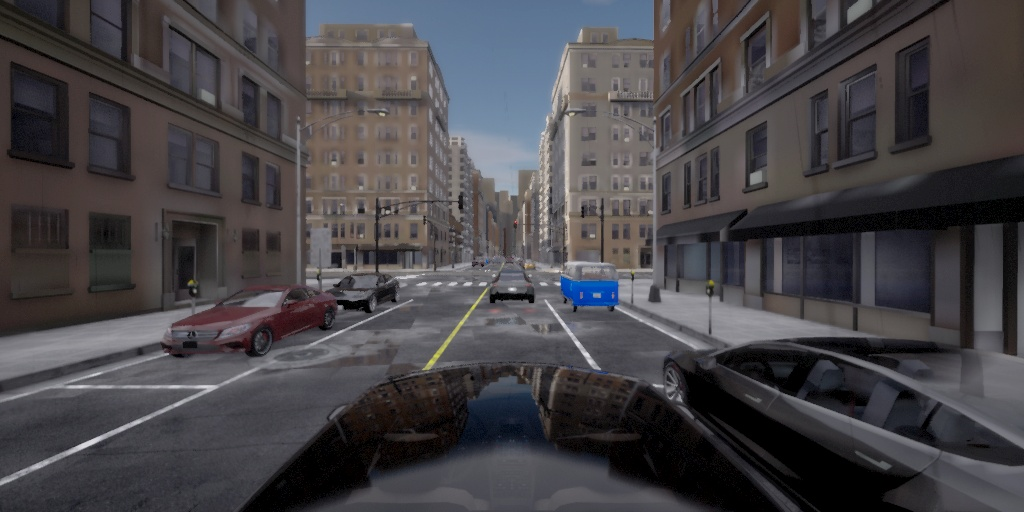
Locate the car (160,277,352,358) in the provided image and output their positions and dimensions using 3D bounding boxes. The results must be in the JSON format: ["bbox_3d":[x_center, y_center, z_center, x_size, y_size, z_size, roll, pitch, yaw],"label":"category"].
[{"bbox_3d":[-5.668,1.330,8.412,1.802,1.307,4.207,0,0,0],"label":"car"}]

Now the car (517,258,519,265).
[{"bbox_3d":[2.501,1.285,64.113,2.007,1.370,4.403,0,0,-1],"label":"car"}]

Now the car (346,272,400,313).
[{"bbox_3d":[-5.668,1.314,13.863,1.948,1.339,4.313,0,0,0],"label":"car"}]

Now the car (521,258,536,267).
[{"bbox_3d":[2.650,1.265,53.232,1.751,1.417,4.829,0,0,-1],"label":"car"}]

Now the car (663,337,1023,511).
[{"bbox_3d":[2.857,1.314,2.975,1.948,1.339,4.313,0,0,0],"label":"car"}]

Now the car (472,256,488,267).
[{"bbox_3d":[-6.024,1.049,63.997,2.192,1.841,5.009,0,0,-1],"label":"car"}]

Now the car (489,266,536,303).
[{"bbox_3d":[0.000,1.321,16.500,1.994,1.385,4.181,0,0,0],"label":"car"}]

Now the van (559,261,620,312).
[{"bbox_3d":[2.857,1.089,13.873,1.690,1.789,3.998,0,0,0],"label":"van"}]

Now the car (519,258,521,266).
[{"bbox_3d":[2.576,1.177,58.587,1.967,1.591,4.097,0,0,-1],"label":"car"}]
